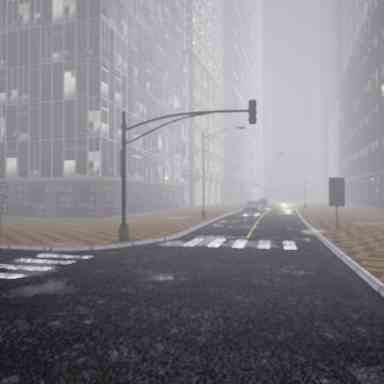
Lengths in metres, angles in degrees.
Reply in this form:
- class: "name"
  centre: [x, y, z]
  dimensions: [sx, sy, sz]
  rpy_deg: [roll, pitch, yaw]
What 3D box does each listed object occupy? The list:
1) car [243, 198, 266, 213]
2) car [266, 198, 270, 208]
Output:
- class: "car"
  centre: [7.200, 1.738, 39.393]
  dimensions: [2.033, 1.411, 5.357]
  rpy_deg: [0, 0, 16]
- class: "car"
  centre: [11.424, 1.758, 53.283]
  dimensions: [1.837, 1.490, 4.892]
  rpy_deg: [0, 0, 18]
